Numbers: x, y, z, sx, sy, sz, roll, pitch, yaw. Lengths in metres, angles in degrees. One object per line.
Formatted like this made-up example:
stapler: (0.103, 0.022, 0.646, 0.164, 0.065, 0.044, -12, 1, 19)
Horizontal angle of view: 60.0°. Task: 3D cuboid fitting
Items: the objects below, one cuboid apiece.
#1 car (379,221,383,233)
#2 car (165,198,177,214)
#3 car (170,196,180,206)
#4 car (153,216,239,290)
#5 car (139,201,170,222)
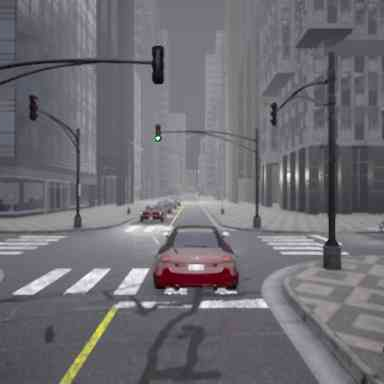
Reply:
car: (11.743, 1.575, 16.277, 4.674, 1.442, 1.812, 0, 0, 1)
car: (-3.091, 1.657, 36.885, 2.033, 1.411, 5.357, 0, 0, 0)
car: (-3.066, 1.667, 46.651, 1.812, 1.442, 4.674, 0, 0, 0)
car: (0.099, 1.589, 9.142, 1.994, 1.385, 4.181, 0, 0, 0)
car: (-3.094, 1.679, 27.233, 1.895, 1.301, 4.718, 0, 0, 0)
